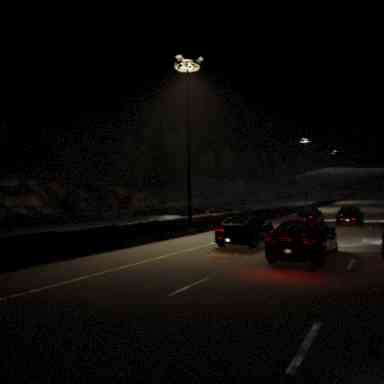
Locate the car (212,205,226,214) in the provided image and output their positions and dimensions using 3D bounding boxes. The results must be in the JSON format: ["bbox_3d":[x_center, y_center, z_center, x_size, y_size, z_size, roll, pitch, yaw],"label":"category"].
[{"bbox_3d":[4.488,2.624,47.761,2.033,1.411,5.357,-2,-1,31],"label":"car"}]

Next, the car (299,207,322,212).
[{"bbox_3d":[10.905,2.102,30.775,1.812,1.442,4.674,-2,-1,31],"label":"car"}]

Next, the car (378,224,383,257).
[{"bbox_3d":[8.749,1.725,13.400,1.837,1.490,4.892,-2,-2,31],"label":"car"}]

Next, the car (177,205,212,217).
[{"bbox_3d":[0.432,2.666,47.783,1.882,1.535,5.008,-2,-1,31],"label":"car"}]

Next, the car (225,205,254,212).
[{"bbox_3d":[6.635,2.559,44.524,1.895,1.301,4.718,-2,-1,31],"label":"car"}]

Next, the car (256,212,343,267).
[{"bbox_3d":[4.371,1.783,12.893,1.882,1.535,5.008,-2,-2,31],"label":"car"}]

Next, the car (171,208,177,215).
[{"bbox_3d":[-1.436,2.833,51.474,1.812,1.442,4.674,-2,-1,31],"label":"car"}]

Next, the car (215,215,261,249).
[{"bbox_3d":[2.862,1.958,17.189,1.837,1.490,4.892,-2,-2,31],"label":"car"}]

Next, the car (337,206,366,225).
[{"bbox_3d":[13.446,1.962,28.206,1.837,1.490,4.892,-2,-1,31],"label":"car"}]
